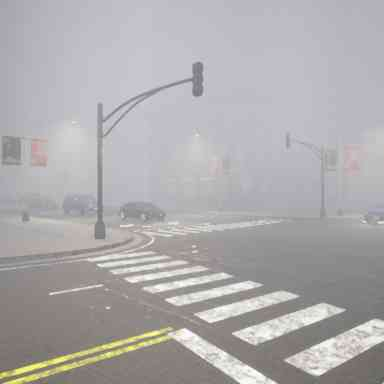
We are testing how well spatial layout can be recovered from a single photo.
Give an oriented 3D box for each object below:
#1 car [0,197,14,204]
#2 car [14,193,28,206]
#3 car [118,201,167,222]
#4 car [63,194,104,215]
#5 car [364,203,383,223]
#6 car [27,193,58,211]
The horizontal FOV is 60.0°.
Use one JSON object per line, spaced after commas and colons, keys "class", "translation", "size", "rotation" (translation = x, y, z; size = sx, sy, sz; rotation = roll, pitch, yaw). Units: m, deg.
{"class": "car", "translation": [-33.616, 1.529, 61.001], "size": [1.994, 1.385, 4.181], "rotation": [0, 0, -45]}
{"class": "car", "translation": [-26.039, 1.195, 53.403], "size": [5.566, 2.045, 2.150], "rotation": [0, 0, 45]}
{"class": "car", "translation": [-4.013, 1.490, 26.412], "size": [1.837, 1.490, 4.892], "rotation": [0, 0, -44]}
{"class": "car", "translation": [-11.021, 1.203, 33.446], "size": [2.150, 2.045, 5.566], "rotation": [0, 0, -45]}
{"class": "car", "translation": [14.288, 1.523, 24.399], "size": [4.674, 1.442, 1.812], "rotation": [0, 0, -44]}
{"class": "car", "translation": [-18.109, 1.330, 40.569], "size": [2.097, 1.767, 4.553], "rotation": [0, 0, -45]}
